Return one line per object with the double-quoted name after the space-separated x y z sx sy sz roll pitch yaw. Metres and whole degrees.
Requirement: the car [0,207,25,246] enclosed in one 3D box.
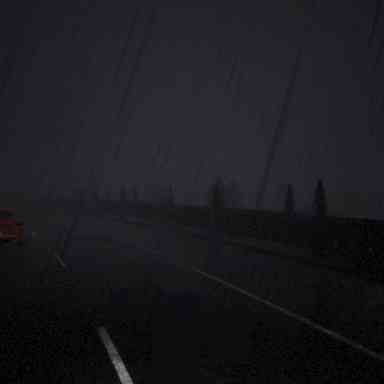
-8.528 1.402 14.513 1.882 1.535 5.008 2 -1 -32 "car"
